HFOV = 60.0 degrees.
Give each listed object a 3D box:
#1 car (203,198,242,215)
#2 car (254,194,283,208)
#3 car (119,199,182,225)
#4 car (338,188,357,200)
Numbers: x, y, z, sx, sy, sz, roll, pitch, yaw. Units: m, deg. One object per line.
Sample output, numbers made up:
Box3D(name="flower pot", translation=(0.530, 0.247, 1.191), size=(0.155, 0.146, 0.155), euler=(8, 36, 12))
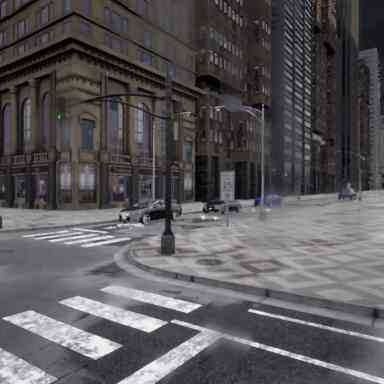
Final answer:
Box3D(name="car", translation=(2.704, 1.187, 29.351), size=(1.994, 1.385, 4.181), euler=(0, 1, 36))
Box3D(name="car", translation=(8.735, 0.963, 37.775), size=(1.882, 1.535, 5.008), euler=(0, 1, 36))
Box3D(name="car", translation=(-2.629, 1.237, 21.901), size=(2.128, 1.511, 4.902), euler=(0, 1, 36))
Box3D(name="car", translation=(27.031, 0.362, 57.855), size=(2.150, 2.045, 5.566), euler=(0, 1, 36))
